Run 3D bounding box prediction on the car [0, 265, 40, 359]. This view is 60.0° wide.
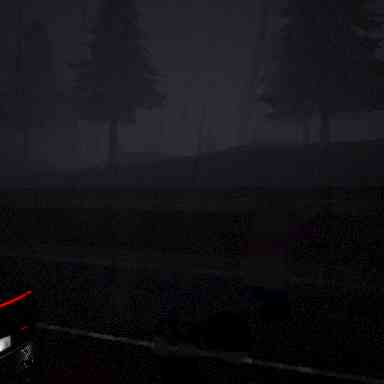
[{"bbox_3d":[-4.465,1.509,4.670,4.892,1.490,1.837,0,0,21],"label":"car"}]
